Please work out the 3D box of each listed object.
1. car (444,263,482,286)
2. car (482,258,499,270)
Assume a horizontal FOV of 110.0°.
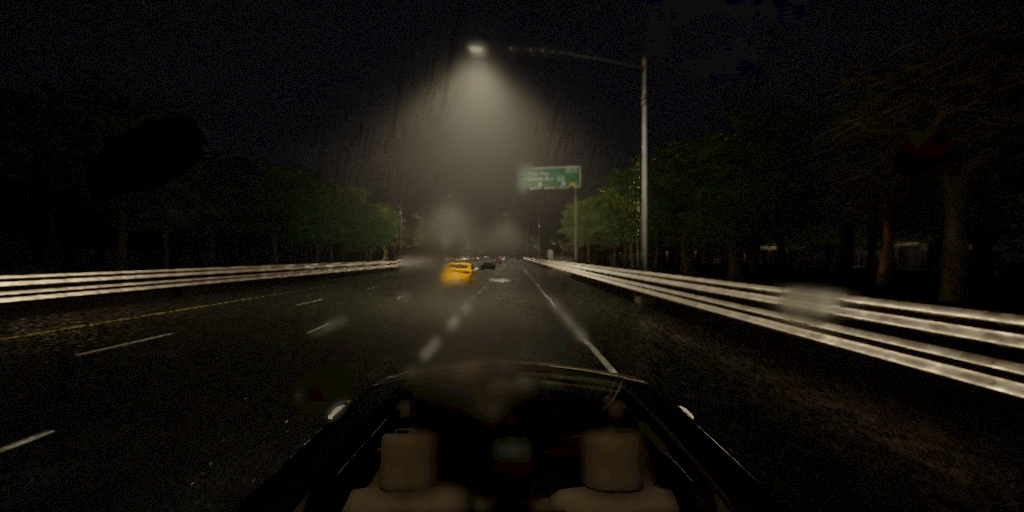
[{"bbox_3d":[-3.479,1.223,25.021,1.882,1.535,5.008,0,0,0],"label":"car"},{"bbox_3d":[-3.423,1.294,52.993,1.994,1.385,4.181,0,0,0],"label":"car"}]
